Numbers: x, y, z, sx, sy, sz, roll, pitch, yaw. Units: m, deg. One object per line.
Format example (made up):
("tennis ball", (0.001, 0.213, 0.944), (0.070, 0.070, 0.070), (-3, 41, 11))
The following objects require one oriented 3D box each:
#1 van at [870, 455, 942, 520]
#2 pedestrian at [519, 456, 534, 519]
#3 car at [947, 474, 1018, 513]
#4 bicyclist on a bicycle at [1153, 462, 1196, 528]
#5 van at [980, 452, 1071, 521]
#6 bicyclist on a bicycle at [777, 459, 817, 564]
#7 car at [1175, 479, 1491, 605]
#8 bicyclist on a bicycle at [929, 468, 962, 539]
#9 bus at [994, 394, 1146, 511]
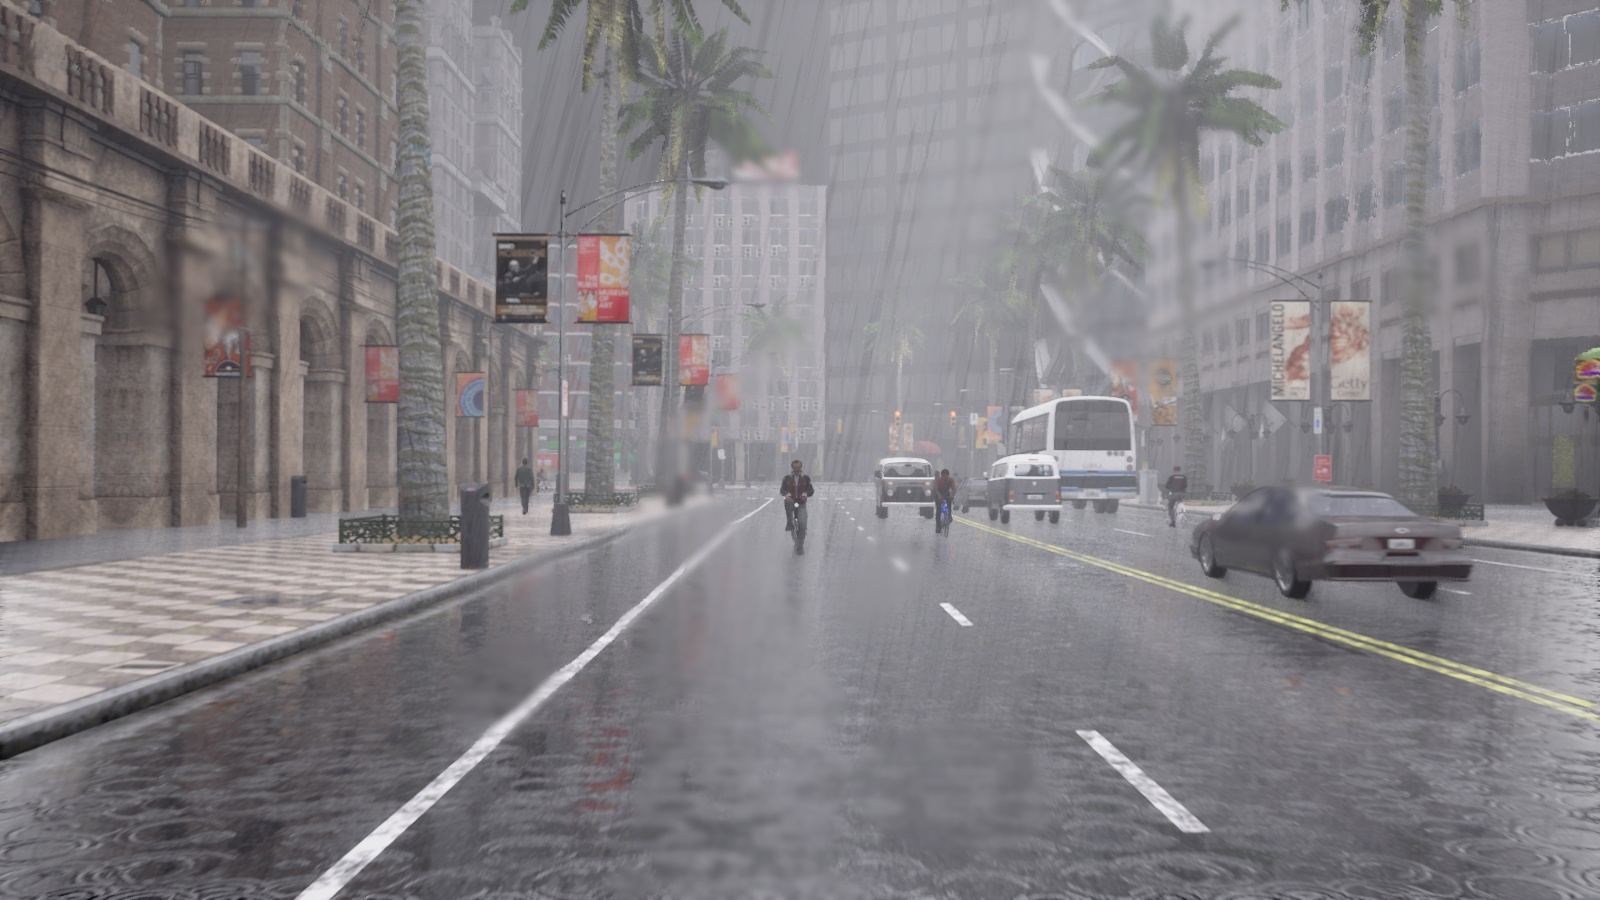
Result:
("van", (3.507, 1.231, 42.225), (2.069, 2.038, 4.480), (0, -1, 1))
("pedestrian", (-8.629, 1.168, 39.571), (0.423, 1.949, 0.788), (0, -1, -10))
("car", (7.077, 1.658, 49.208), (2.033, 1.411, 5.357), (0, -1, 1))
("bicyclist on a bicycle", (10.439, 1.231, 35.079), (0.659, 1.776, 1.843), (0, -1, 0))
("van", (6.975, 1.160, 39.351), (2.069, 2.038, 4.480), (0, -2, 1))
("bicyclist on a bicycle", (-0.054, 1.058, 22.250), (0.659, 1.776, 1.843), (0, -1, 0))
("car", (6.959, 1.122, 17.202), (2.033, 1.411, 5.357), (0, -1, 0))
("bicyclist on a bicycle", (3.432, 1.253, 29.794), (0.582, 1.620, 1.656), (0, -1, 0))
("bus", (10.584, 0.244, 50.685), (3.944, 4.253, 10.273), (0, -2, 1))
